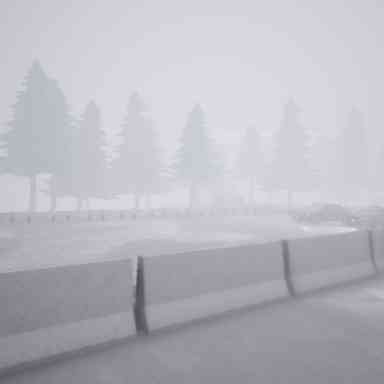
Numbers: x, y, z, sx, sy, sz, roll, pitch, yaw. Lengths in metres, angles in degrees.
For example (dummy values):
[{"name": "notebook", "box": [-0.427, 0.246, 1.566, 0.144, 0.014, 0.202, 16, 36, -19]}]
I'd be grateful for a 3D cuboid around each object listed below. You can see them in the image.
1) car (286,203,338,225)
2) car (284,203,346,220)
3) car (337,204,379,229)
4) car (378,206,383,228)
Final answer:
[{"name": "car", "box": [9.518, 1.520, 24.052, 4.674, 1.442, 1.812, 0, 0, -20]}, {"name": "car", "box": [10.400, 1.590, 28.121, 4.718, 1.301, 1.895, 0, 0, -18]}, {"name": "car", "box": [11.818, 1.582, 21.166, 4.181, 1.385, 1.994, 0, 0, -19]}, {"name": "car", "box": [12.763, 1.539, 17.827, 4.892, 1.490, 1.837, 0, 0, -19]}]
